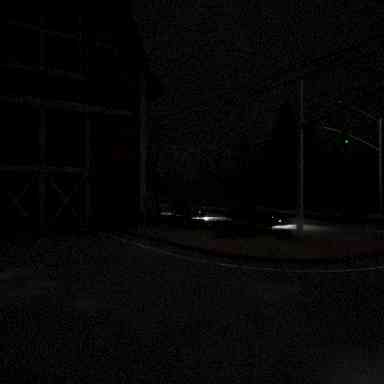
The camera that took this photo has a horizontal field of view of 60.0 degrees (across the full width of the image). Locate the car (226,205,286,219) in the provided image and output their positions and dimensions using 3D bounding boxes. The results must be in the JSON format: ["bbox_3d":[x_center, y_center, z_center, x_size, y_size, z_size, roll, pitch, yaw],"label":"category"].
[{"bbox_3d":[4.857,1.722,26.208,2.033,1.411,5.357,0,0,-34],"label":"car"}]

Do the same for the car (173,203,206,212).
[{"bbox_3d":[-0.365,1.787,33.819,1.994,1.385,4.181,0,0,-34],"label":"car"}]

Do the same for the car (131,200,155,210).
[{"bbox_3d":[-7.439,1.888,50.651,1.994,1.385,4.181,0,0,-34],"label":"car"}]

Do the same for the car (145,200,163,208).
[{"bbox_3d":[-5.352,1.869,41.081,1.895,1.301,4.718,0,0,-34],"label":"car"}]
